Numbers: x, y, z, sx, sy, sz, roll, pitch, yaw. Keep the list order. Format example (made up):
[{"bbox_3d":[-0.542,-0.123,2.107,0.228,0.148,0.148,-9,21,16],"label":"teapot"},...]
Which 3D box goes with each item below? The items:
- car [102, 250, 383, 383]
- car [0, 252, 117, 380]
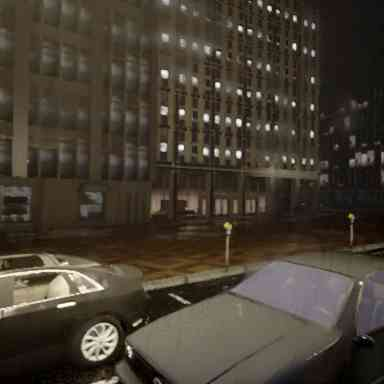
[{"bbox_3d":[1.837,1.541,4.295,5.357,1.411,2.033,0,0,-34],"label":"car"},{"bbox_3d":[-2.653,1.546,4.185,4.403,1.369,2.008,0,1,-36],"label":"car"}]
